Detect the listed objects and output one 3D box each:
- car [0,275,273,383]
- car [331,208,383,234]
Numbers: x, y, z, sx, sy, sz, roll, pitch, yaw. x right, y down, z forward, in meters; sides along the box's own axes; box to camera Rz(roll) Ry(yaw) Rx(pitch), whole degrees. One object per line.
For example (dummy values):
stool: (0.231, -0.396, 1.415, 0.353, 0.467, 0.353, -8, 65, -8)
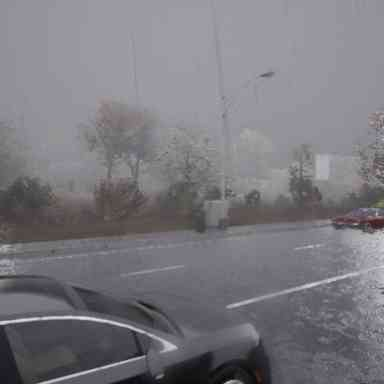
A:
car: (-1.410, 1.504, 2.739, 4.892, 1.490, 1.837, 0, 0, -35)
car: (10.364, 1.642, 19.782, 4.718, 1.301, 1.895, 0, 0, -34)
